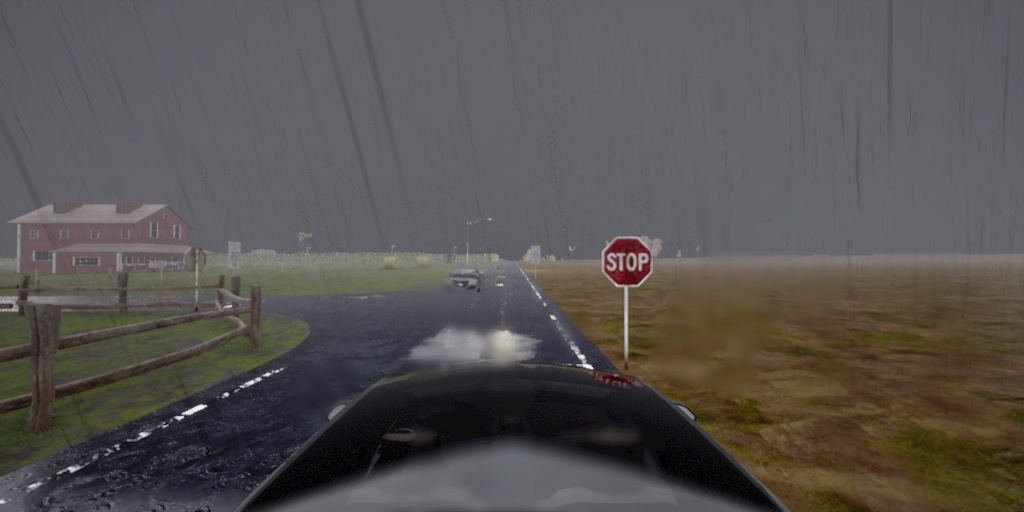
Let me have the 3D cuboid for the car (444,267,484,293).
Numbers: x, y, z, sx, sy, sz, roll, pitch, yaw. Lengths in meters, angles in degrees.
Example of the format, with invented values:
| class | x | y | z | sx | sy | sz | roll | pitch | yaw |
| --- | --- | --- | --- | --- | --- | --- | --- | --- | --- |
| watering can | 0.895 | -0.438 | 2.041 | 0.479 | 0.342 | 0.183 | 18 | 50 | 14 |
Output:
| class | x | y | z | sx | sy | sz | roll | pitch | yaw |
| --- | --- | --- | --- | --- | --- | --- | --- | --- | --- |
| car | -2.733 | 1.379 | 21.341 | 1.994 | 1.385 | 4.181 | 0 | 0 | 0 |
